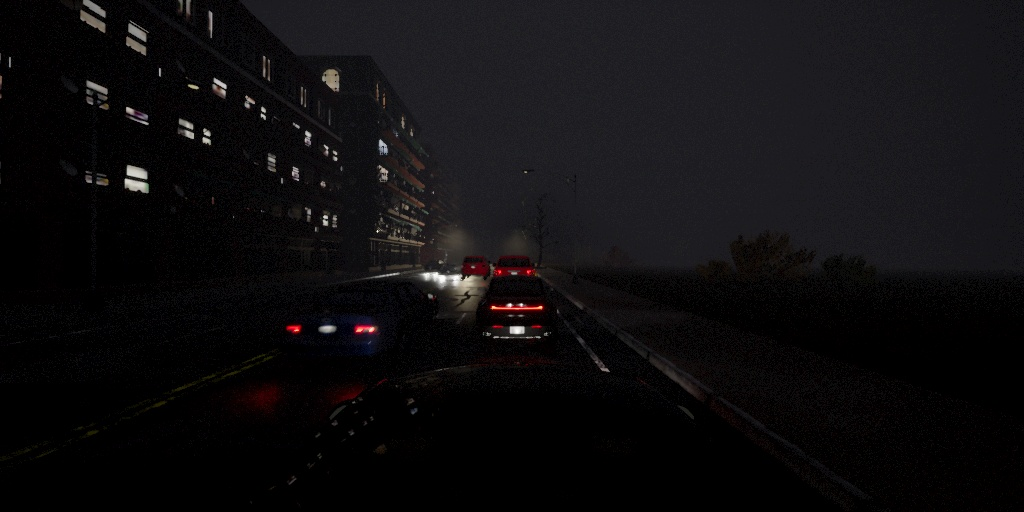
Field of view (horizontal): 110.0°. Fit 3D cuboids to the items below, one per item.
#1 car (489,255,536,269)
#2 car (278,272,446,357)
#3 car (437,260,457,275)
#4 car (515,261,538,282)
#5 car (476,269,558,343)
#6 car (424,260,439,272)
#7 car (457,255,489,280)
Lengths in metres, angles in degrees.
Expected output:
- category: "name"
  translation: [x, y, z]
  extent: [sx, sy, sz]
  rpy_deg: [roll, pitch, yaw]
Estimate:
- category: "car"
  translation: [0.107, 0.974, 20.046]
  extent: [2.150, 2.045, 5.566]
  rpy_deg: [0, 0, 0]
- category: "car"
  translation: [-3.145, 1.298, 8.624]
  extent: [2.033, 1.411, 5.357]
  rpy_deg: [0, 0, 0]
- category: "car"
  translation: [-6.586, 1.354, 39.377]
  extent: [1.895, 1.301, 4.718]
  rpy_deg: [0, 0, 0]
- category: "car"
  translation: [1.149, 1.209, 30.454]
  extent: [1.801, 1.575, 5.366]
  rpy_deg: [0, 0, 0]
- category: "car"
  translation: [0.105, 1.256, 9.699]
  extent: [1.837, 1.490, 4.892]
  rpy_deg: [0, 0, 0]
- category: "car"
  translation: [-9.832, 1.244, 45.680]
  extent: [2.128, 1.511, 4.902]
  rpy_deg: [0, 0, 0]
- category: "car"
  translation: [-3.138, 0.979, 31.855]
  extent: [2.150, 2.045, 5.566]
  rpy_deg: [0, 0, 0]
